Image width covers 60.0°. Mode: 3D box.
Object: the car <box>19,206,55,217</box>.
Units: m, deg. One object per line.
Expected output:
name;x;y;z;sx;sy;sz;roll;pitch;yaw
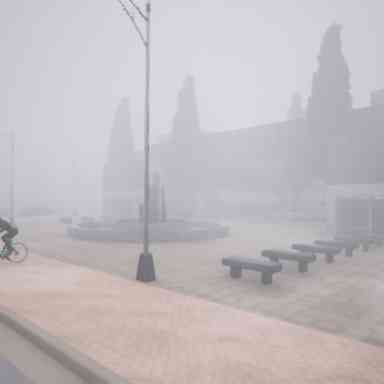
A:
car;-21.054;2.574;45.347;2.033;1.411;5.357;0;-2;12

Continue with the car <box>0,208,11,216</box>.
car;-25.036;2.522;42.068;1.895;1.301;4.718;0;-1;7

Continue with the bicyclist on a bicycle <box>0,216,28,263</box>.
bicyclist on a bicycle;-6.090;1.539;10.636;0.582;1.620;1.656;-1;-3;42
